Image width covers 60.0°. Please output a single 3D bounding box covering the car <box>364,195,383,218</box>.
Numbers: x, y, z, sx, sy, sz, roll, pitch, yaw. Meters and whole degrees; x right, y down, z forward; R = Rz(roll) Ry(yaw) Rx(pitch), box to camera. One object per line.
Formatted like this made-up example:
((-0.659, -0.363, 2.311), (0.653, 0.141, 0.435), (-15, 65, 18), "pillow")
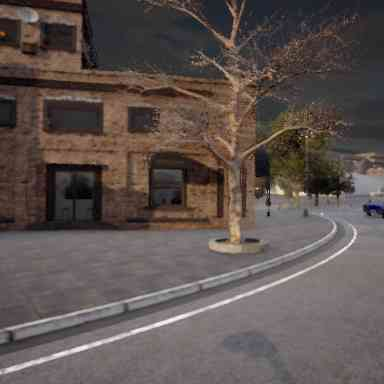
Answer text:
((17.813, 1.312, 30.566), (2.150, 2.045, 5.566), (1, 0, 8), "car")
